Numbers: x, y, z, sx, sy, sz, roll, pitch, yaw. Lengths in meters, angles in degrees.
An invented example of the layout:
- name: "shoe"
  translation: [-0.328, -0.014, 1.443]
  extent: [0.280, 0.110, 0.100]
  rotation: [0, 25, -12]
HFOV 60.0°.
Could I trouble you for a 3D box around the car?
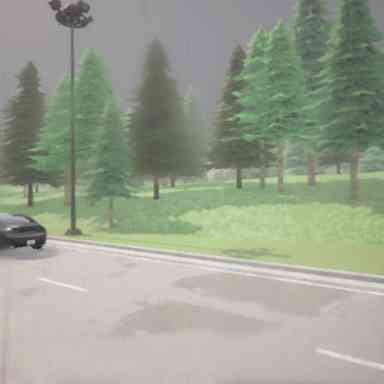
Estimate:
- name: "car"
  translation: [-8.001, 1.641, 13.865]
  extent: [4.892, 1.490, 1.837]
  rotation: [0, 0, 36]
